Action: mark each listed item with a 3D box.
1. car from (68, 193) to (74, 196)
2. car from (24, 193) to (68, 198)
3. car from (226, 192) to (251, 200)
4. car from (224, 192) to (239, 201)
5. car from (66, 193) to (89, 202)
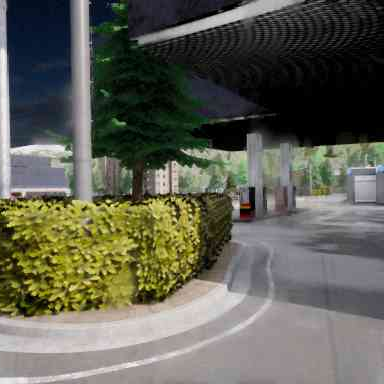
[{"bbox_3d":[-24.237,1.124,63.879,3.866,1.878,1.905,-1,1,35],"label":"car"},{"bbox_3d":[-14.770,1.183,33.590,3.866,1.878,1.905,-1,1,35],"label":"car"},{"bbox_3d":[9.212,0.812,66.501,4.514,1.523,2.007,-1,1,35],"label":"car"},{"bbox_3d":[7.439,0.851,63.912,5.027,1.636,2.152,-1,1,35],"label":"car"},{"bbox_3d":[-22.891,1.103,66.488,4.605,1.855,1.932,-1,1,35],"label":"car"}]
